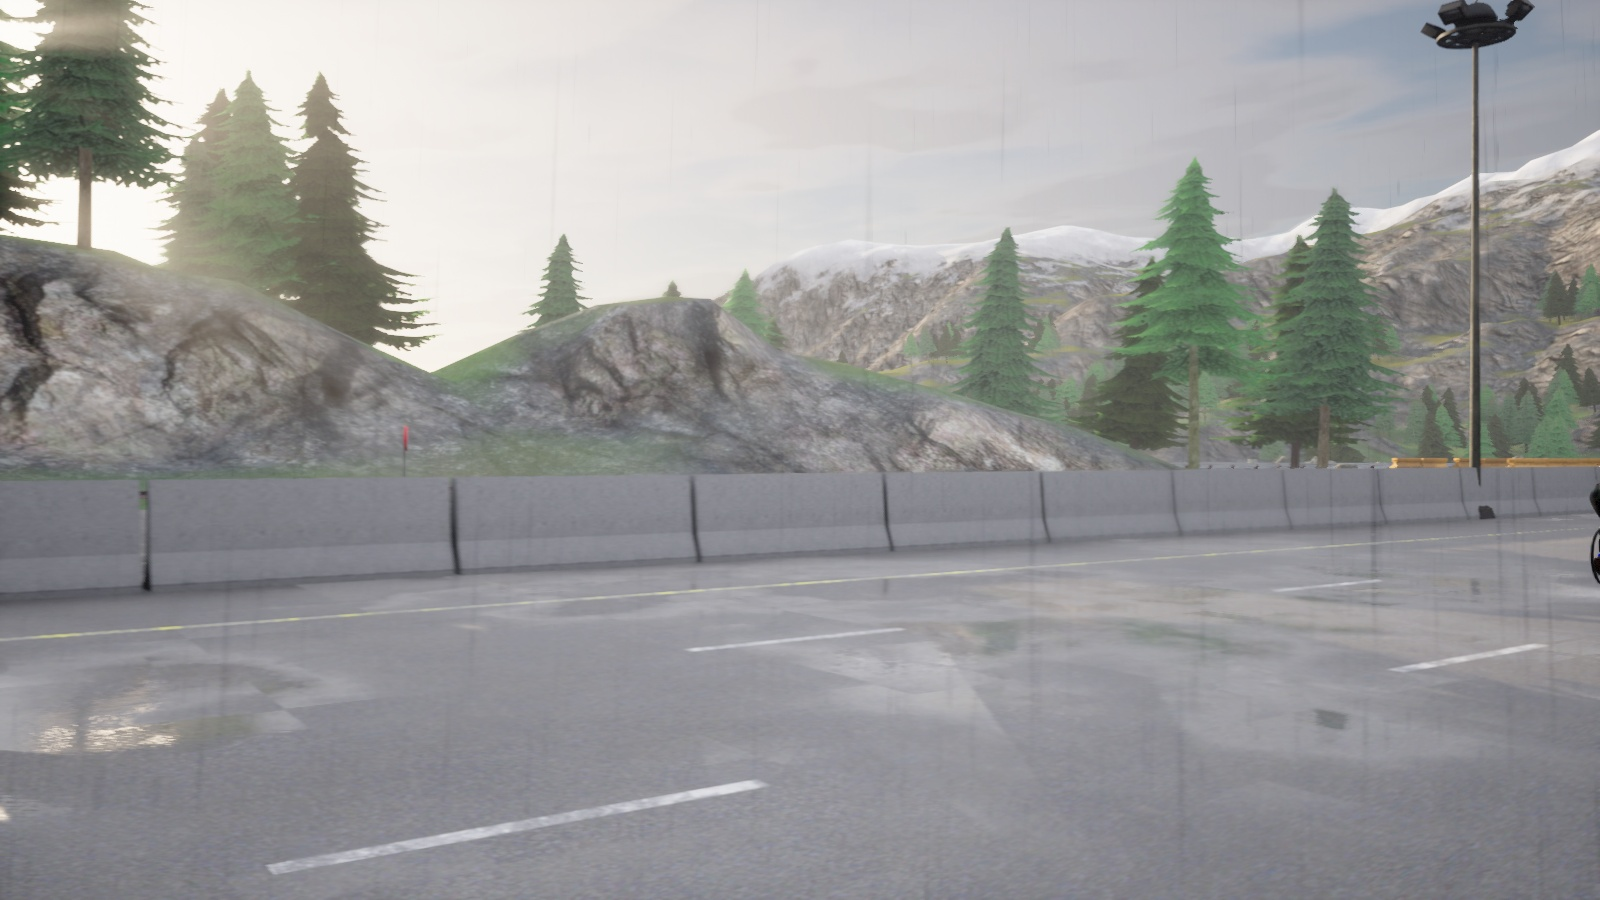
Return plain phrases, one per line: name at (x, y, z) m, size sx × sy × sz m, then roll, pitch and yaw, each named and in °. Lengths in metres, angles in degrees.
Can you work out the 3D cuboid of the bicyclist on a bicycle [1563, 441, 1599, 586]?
bicyclist on a bicycle at (9.562, 0.713, 14.579) m, size 1.656 × 1.620 × 0.582 m, roll 1°, pitch 0°, yaw -35°
